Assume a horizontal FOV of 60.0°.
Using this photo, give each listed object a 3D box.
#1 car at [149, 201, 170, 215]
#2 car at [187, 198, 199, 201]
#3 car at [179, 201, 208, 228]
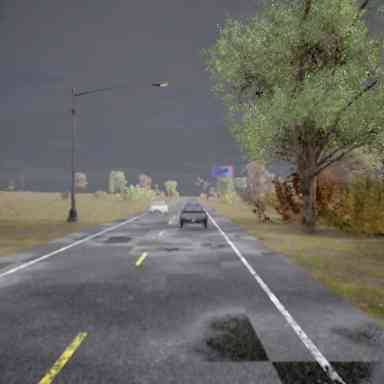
[{"bbox_3d":[-3.585,1.731,36.613,1.812,1.442,4.674,0,0,0],"label":"car"},{"bbox_3d":[0.110,1.588,41.888,2.097,1.767,4.553,0,0,0],"label":"car"},{"bbox_3d":[0.106,1.624,23.580,2.128,1.511,4.902,0,0,0],"label":"car"}]
